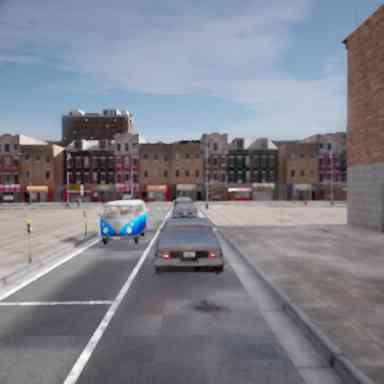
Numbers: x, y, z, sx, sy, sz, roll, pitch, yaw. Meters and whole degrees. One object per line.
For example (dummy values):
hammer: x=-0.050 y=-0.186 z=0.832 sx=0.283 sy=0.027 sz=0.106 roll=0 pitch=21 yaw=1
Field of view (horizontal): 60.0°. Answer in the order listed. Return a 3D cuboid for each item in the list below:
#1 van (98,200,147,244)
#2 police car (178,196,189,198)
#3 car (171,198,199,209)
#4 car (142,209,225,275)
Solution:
van: x=-3.007 y=1.274 z=15.092 sx=1.690 sy=1.788 sz=3.998 roll=-1 pitch=0 yaw=-2
police car: x=-0.945 y=1.232 z=36.171 sx=1.930 sy=1.638 sz=5.238 roll=0 pitch=0 yaw=-3
car: x=-0.479 y=1.418 z=23.429 sx=2.033 sy=1.411 sz=5.357 roll=0 pitch=0 yaw=-2
car: x=-0.129 y=1.488 z=10.230 sx=2.033 sy=1.411 sz=5.357 roll=0 pitch=0 yaw=-1
